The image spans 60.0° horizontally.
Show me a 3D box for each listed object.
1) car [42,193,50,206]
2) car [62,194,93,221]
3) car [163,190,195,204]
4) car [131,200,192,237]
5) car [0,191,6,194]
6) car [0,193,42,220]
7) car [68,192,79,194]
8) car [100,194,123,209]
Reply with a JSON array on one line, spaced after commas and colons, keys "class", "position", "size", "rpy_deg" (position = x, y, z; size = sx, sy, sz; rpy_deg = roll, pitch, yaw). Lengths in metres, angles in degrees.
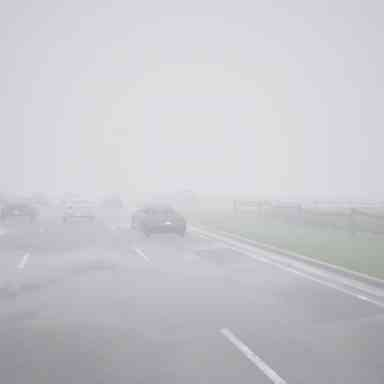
[{"class": "car", "position": [-16.502, 0.762, 35.898], "size": [1.994, 1.385, 4.181], "rpy_deg": [1, 1, -21]}, {"class": "car", "position": [-7.656, 1.077, 22.284], "size": [1.812, 1.442, 4.674], "rpy_deg": [1, 1, -21]}, {"class": "car", "position": [-1.472, 0.625, 40.880], "size": [3.866, 1.878, 1.905], "rpy_deg": [1, 1, -21]}, {"class": "car", "position": [-1.761, 1.305, 16.567], "size": [1.994, 1.385, 4.181], "rpy_deg": [1, 1, -21]}, {"class": "car", "position": [-19.069, 0.685, 32.769], "size": [2.128, 1.511, 4.902], "rpy_deg": [1, 1, -20]}, {"class": "car", "position": [-11.292, 1.013, 21.997], "size": [1.812, 1.442, 4.674], "rpy_deg": [1, 1, -21]}, {"class": "car", "position": [-13.315, 0.763, 37.358], "size": [1.812, 1.442, 4.674], "rpy_deg": [1, 1, -20]}, {"class": "car", "position": [-8.068, 0.917, 33.351], "size": [1.812, 1.442, 4.674], "rpy_deg": [1, 1, -21]}]
